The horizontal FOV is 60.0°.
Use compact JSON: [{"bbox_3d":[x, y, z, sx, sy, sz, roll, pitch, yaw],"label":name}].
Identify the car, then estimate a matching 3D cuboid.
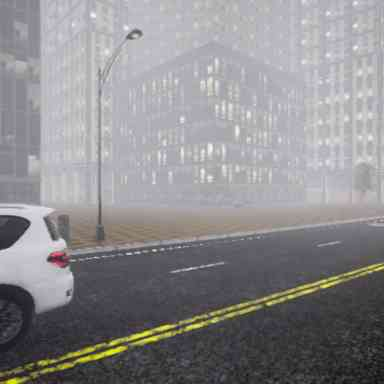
[{"bbox_3d":[-4.532,1.221,4.492,5.566,2.045,2.150,0,0,-36],"label":"car"}]
